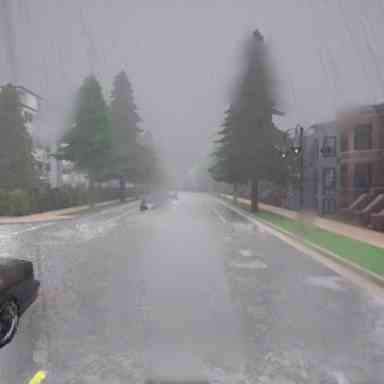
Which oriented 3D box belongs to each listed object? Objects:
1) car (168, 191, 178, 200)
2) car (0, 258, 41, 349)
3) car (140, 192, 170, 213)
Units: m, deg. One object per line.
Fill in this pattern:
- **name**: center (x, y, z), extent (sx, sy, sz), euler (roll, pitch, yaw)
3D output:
- **car**: center (-3.361, 0.566, 53.704), extent (1.812, 1.442, 4.674), euler (0, 1, 0)
- **car**: center (-3.485, 1.486, 3.323), extent (2.033, 1.411, 5.357), euler (0, 1, 0)
- **car**: center (-3.420, 0.973, 29.407), extent (2.128, 1.511, 4.902), euler (0, 1, 0)
